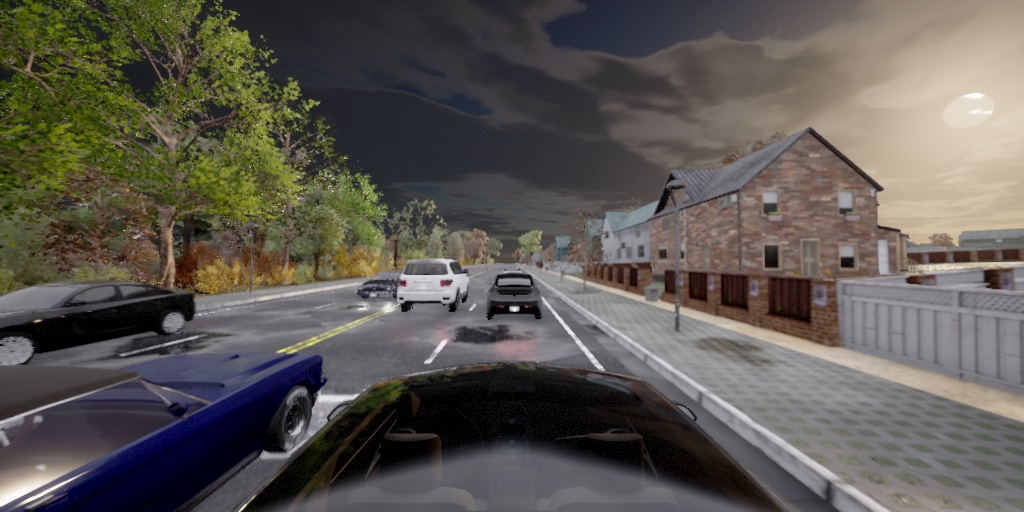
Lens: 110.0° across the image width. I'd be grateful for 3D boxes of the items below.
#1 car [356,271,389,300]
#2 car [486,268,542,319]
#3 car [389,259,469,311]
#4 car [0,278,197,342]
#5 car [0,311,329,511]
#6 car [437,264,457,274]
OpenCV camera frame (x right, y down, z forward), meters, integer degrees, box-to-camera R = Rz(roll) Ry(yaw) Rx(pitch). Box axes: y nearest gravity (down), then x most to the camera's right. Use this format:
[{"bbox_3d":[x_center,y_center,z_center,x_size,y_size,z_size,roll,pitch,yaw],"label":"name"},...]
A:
[{"bbox_3d":[-6.642,1.524,19.839,2.033,1.411,5.357,0,-1,0],"label":"car"},{"bbox_3d":[0.073,1.405,13.605,1.837,1.490,4.892,0,0,0],"label":"car"},{"bbox_3d":[-3.180,1.146,15.471,2.150,2.045,5.566,0,0,0],"label":"car"},{"bbox_3d":[-9.863,1.307,8.027,1.882,1.535,5.008,0,-1,0],"label":"car"},{"bbox_3d":[-3.155,1.358,2.229,1.895,1.301,4.718,0,-1,0],"label":"car"},{"bbox_3d":[-9.878,1.924,54.718,2.128,1.511,4.902,0,-1,0],"label":"car"}]
